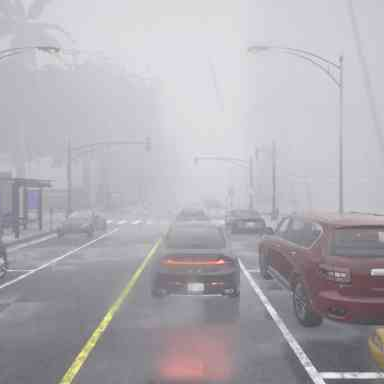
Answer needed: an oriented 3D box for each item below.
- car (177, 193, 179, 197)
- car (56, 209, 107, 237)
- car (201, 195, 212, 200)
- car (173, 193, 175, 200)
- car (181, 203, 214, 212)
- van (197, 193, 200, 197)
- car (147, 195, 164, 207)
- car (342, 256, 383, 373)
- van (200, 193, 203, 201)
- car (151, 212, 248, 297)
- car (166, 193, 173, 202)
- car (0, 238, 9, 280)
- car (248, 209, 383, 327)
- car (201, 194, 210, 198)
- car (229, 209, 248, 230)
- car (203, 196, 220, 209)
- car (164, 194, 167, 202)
[{"bbox_3d":[-5.686,1.233,93.049,2.192,1.841,5.009,0,0,0],"label":"car"},{"bbox_3d":[-5.750,1.577,17.828,1.802,1.307,4.206,0,0,0],"label":"car"},{"bbox_3d":[2.803,1.541,49.660,1.947,1.339,4.313,0,0,0],"label":"car"},{"bbox_3d":[-5.700,1.259,76.788,2.192,1.841,5.009,0,0,0],"label":"car"},{"bbox_3d":[0.017,1.559,18.561,1.994,1.385,4.181,0,0,0],"label":"car"},{"bbox_3d":[2.830,1.277,82.182,1.690,1.788,3.998,0,0,0],"label":"van"},{"bbox_3d":[-5.723,1.525,49.687,2.008,1.369,4.403,0,0,0],"label":"car"},{"bbox_3d":[2.761,1.525,1.697,1.752,1.417,4.829,0,0,0],"label":"car"},{"bbox_3d":[2.811,1.306,60.500,1.690,1.788,3.998,0,0,0],"label":"van"},{"bbox_3d":[0.083,1.503,8.533,1.837,1.490,4.892,0,0,0],"label":"car"},{"bbox_3d":[-5.704,1.392,71.368,1.967,1.590,4.097,0,0,0],"label":"car"},{"bbox_3d":[-5.760,1.439,6.975,1.967,1.590,4.097,0,0,0],"label":"car"},{"bbox_3d":[2.765,1.314,6.952,2.192,1.841,5.009,0,0,0],"label":"car"},{"bbox_3d":[2.807,1.495,55.250,1.752,1.417,4.829,0,0,0],"label":"car"},{"bbox_3d":[2.775,1.561,17.803,1.947,1.339,4.313,0,0,0],"label":"car"},{"bbox_3d":[2.798,1.545,44.239,1.947,1.339,4.313,0,0,0],"label":"car"},{"bbox_3d":[-5.719,1.410,55.107,1.967,1.590,4.097,0,0,0],"label":"car"}]
